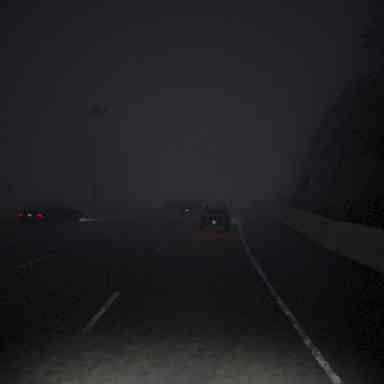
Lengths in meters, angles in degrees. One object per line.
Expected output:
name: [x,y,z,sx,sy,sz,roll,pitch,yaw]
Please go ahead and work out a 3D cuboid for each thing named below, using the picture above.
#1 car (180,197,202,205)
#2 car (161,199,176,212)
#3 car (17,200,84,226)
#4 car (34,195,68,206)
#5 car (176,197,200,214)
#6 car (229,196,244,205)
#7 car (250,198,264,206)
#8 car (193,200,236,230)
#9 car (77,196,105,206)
car: [-0.163,1.643,60.813,2.033,1.411,5.357,1,0,23]
car: [-2.327,1.560,40.134,1.812,1.442,4.674,0,0,14]
car: [-9.457,1.462,22.713,2.033,1.411,5.357,1,0,9]
car: [-21.359,1.302,50.560,2.128,1.511,4.902,1,0,15]
car: [0.080,1.561,35.043,1.837,1.490,4.892,0,-1,13]
car: [8.304,1.560,62.213,2.097,1.767,4.553,1,0,22]
car: [12.249,1.821,62.277,1.994,1.385,4.181,1,0,22]
car: [1.592,1.546,21.551,2.128,1.511,4.902,1,0,8]
car: [-16.537,1.374,54.746,2.128,1.511,4.902,1,0,17]
